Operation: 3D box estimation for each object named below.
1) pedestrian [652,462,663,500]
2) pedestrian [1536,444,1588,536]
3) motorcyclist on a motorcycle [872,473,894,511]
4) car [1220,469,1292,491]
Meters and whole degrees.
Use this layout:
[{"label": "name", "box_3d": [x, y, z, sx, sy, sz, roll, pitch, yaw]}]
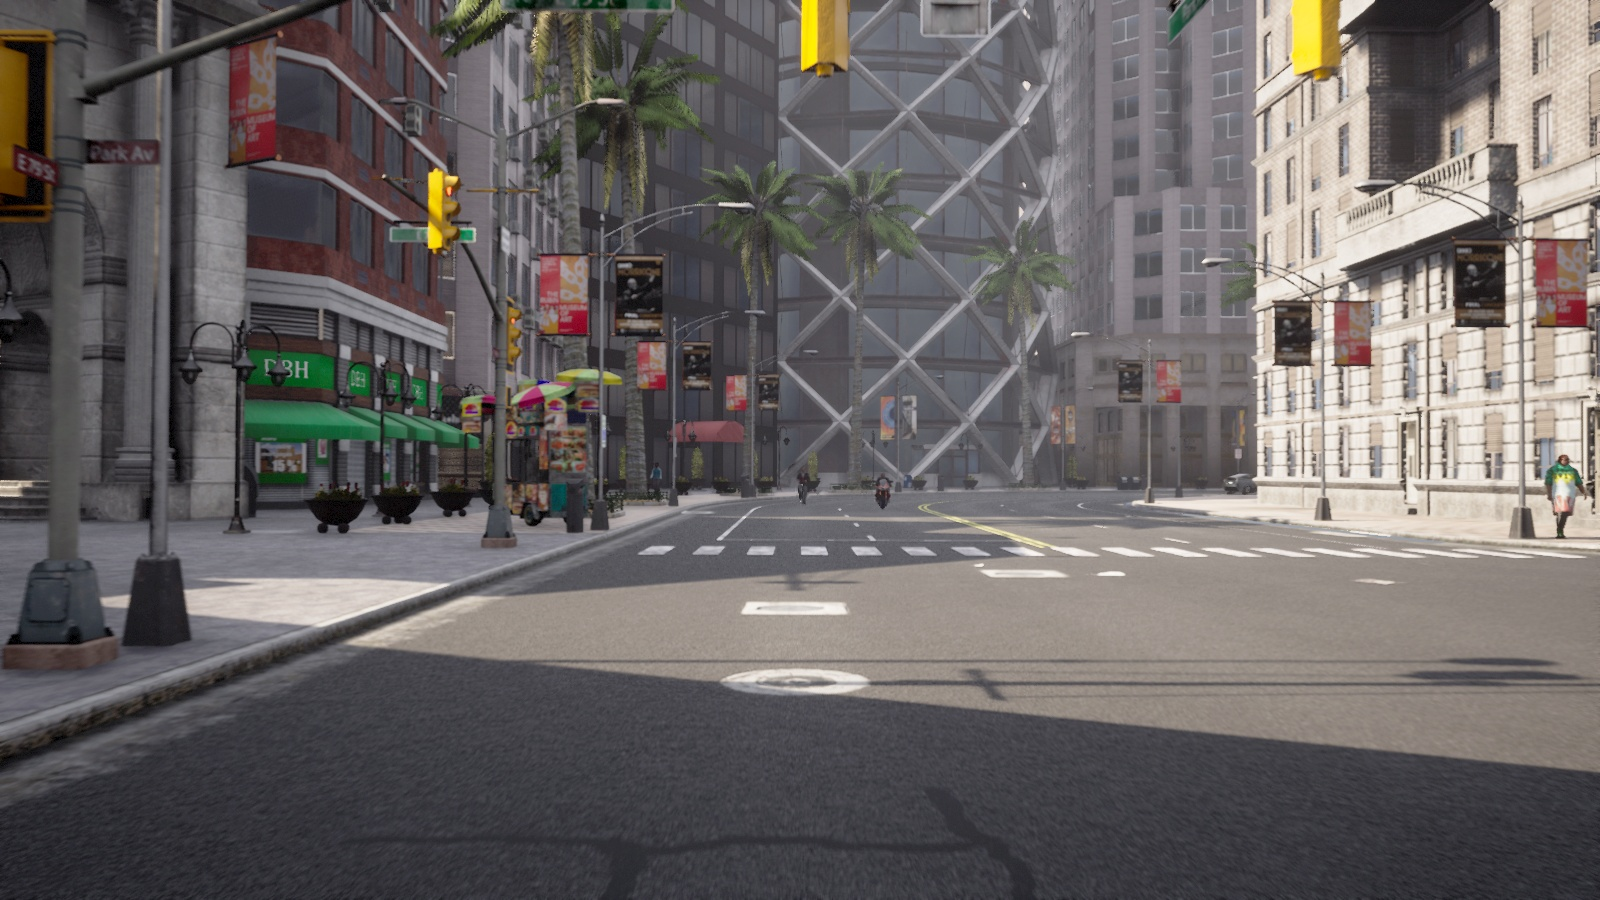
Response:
[{"label": "pedestrian", "box_3d": [-7.156, 1.554, 62.986, 0.396, 1.930, 0.692, 0, -1, 7]}, {"label": "pedestrian", "box_3d": [16.514, 0.861, 27.235, 0.659, 1.952, 0.873, 0, -1, 8]}, {"label": "motorcyclist on a motorcycle", "box_3d": [3.436, 1.707, 52.007, 0.866, 1.530, 2.191, 0, -1, 3]}, {"label": "car", "box_3d": [32.262, 2.119, 88.820, 4.514, 1.525, 2.007, 0, -1, -20]}]
